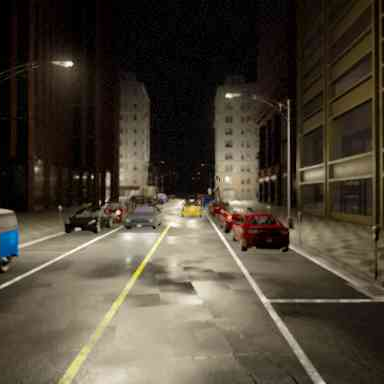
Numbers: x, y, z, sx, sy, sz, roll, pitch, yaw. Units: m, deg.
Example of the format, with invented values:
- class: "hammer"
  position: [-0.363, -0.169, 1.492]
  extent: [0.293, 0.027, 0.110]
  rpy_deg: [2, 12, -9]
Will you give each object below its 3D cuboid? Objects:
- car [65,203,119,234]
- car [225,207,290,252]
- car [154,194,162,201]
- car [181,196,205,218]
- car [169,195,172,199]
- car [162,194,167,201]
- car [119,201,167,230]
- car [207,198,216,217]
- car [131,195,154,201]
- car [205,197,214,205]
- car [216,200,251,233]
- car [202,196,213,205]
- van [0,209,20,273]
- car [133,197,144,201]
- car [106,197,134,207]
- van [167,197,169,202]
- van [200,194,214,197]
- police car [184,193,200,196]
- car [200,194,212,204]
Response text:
- class: "car"
  position: [-5.860, 1.554, 19.298]
  extent: [1.947, 1.339, 4.313]
  rpy_deg: [1, 0, 0]
- class: "car"
  position: [2.670, 1.537, 13.685]
  extent: [1.887, 1.381, 4.507]
  rpy_deg: [1, 0, 0]
- class: "car"
  position: [-5.874, 1.407, 47.420]
  extent: [1.967, 1.590, 4.097]
  rpy_deg: [1, 0, 0]
- class: "car"
  position: [-0.016, 1.461, 30.128]
  extent: [1.801, 1.575, 5.366]
  rpy_deg: [0, 0, 0]
- class: "car"
  position: [-5.888, 1.492, 69.917]
  extent: [1.887, 1.381, 4.507]
  rpy_deg: [1, 0, 0]
- class: "car"
  position: [-5.882, 1.539, 58.668]
  extent: [1.802, 1.307, 4.206]
  rpy_deg: [1, 0, 0]
- class: "car"
  position: [-3.012, 1.541, 21.686]
  extent: [2.033, 1.411, 5.357]
  rpy_deg: [0, 0, 0]
- class: "car"
  position: [2.660, 1.525, 30.559]
  extent: [1.887, 1.381, 4.507]
  rpy_deg: [1, 0, 0]
- class: "car"
  position: [-5.866, 1.291, 36.171]
  extent: [2.192, 1.841, 5.009]
  rpy_deg: [1, 0, 0]
- class: "car"
  position: [2.657, 1.527, 36.184]
  extent: [2.008, 1.369, 4.403]
  rpy_deg: [1, 0, 0]
- class: "car"
  position: [2.667, 1.429, 19.310]
  extent: [1.967, 1.590, 4.097]
  rpy_deg: [1, 0, 0]
- class: "car"
  position: [2.644, 1.482, 58.852]
  extent: [1.752, 1.417, 4.829]
  rpy_deg: [1, 0, 0]
- class: "van"
  position: [-5.850, 1.337, 8.049]
  extent: [1.690, 1.788, 3.998]
  rpy_deg: [1, 0, 0]
- class: "car"
  position: [-5.865, 1.506, 30.377]
  extent: [1.752, 1.417, 4.829]
  rpy_deg: [1, 0, 0]
- class: "car"
  position: [-5.861, 1.425, 24.922]
  extent: [1.967, 1.590, 4.097]
  rpy_deg: [1, 0, 0]
- class: "van"
  position: [-5.882, 1.293, 64.292]
  extent: [1.690, 1.788, 3.998]
  rpy_deg: [1, 0, 0]
- class: "van"
  position: [2.649, 1.303, 53.058]
  extent: [1.690, 1.788, 3.998]
  rpy_deg: [1, 0, 0]
- class: "police car"
  position: [-0.034, 1.392, 60.904]
  extent: [1.930, 1.638, 5.238]
  rpy_deg: [0, 0, 0]
- class: "car"
  position: [2.643, 1.267, 64.307]
  extent: [2.192, 1.841, 5.009]
  rpy_deg: [1, 0, 0]
